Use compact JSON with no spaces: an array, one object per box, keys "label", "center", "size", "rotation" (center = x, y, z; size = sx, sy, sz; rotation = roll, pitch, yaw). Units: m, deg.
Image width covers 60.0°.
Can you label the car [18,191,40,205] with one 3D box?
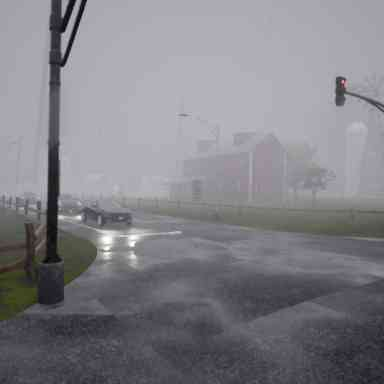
[{"label":"car","center":[-21.059,0.707,42.876],"size":[2.097,1.767,4.553],"rotation":[1,0,-35]}]

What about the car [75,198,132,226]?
[{"label":"car","center":[-5.444,1.187,20.819],"size":[1.882,1.535,5.008],"rotation":[1,0,-35]}]

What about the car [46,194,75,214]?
[{"label":"car","center":[-11.129,0.932,28.832],"size":[2.097,1.767,4.553],"rotation":[1,0,-35]}]
